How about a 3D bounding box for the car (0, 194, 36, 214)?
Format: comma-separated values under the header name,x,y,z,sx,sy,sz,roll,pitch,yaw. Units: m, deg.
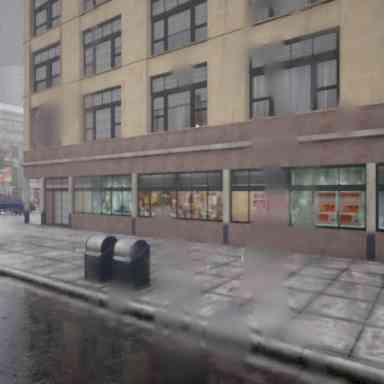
name,x,y,z,sx,sy,sz,roll,pitch,yaw
car,-18.012,1.208,31.852,2.150,2.045,5.566,0,0,38
